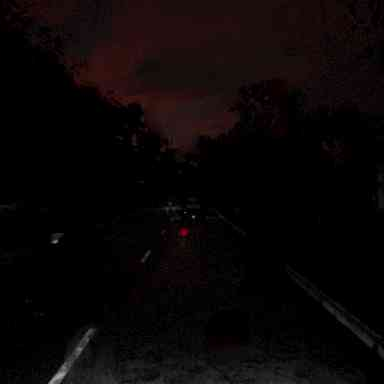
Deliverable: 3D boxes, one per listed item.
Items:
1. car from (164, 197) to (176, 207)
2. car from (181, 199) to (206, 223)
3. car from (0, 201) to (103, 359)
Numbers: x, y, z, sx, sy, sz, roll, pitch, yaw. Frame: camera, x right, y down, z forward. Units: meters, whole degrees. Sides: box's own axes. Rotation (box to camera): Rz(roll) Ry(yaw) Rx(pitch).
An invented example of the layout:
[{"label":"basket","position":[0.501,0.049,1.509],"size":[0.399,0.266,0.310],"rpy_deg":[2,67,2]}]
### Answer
[{"label":"car","position":[-3.423,1.507,51.576],"size":[2.128,1.511,4.902],"rpy_deg":[0,0,-3]},{"label":"car","position":[0.111,1.553,25.757],"size":[1.812,1.442,4.674],"rpy_deg":[0,0,0]},{"label":"car","position":[-3.346,1.231,6.333],"size":[2.150,2.045,5.566],"rpy_deg":[0,0,0]}]
